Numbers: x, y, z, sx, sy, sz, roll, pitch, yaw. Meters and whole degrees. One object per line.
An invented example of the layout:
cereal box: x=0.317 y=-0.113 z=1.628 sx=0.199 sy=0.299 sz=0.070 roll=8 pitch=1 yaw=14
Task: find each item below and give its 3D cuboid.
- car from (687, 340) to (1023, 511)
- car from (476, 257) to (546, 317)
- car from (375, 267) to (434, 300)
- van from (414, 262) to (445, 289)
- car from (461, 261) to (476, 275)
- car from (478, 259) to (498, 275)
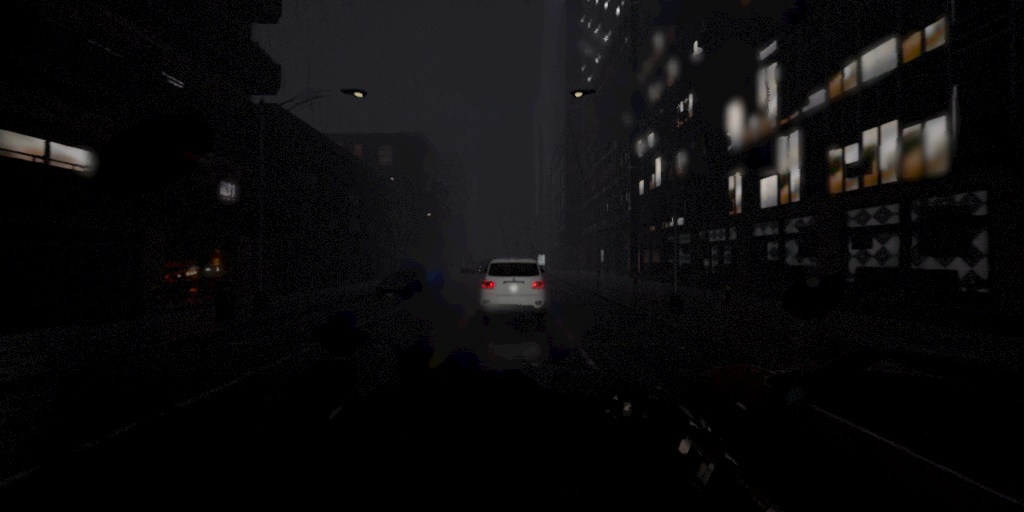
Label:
car: x=2.690 y=1.192 z=1.976 sx=1.967 sy=1.591 sz=4.097 roll=0 pitch=0 yaw=0
car: x=0.074 y=1.078 z=13.792 sx=2.150 sy=2.045 sz=5.566 roll=0 pitch=0 yaw=0
car: x=-5.687 y=1.466 z=18.924 sx=1.948 sy=1.339 sz=4.313 roll=0 pitch=0 yaw=0
van: x=-5.685 y=1.290 z=24.573 sx=1.690 sy=1.789 sz=3.998 roll=0 pitch=0 yaw=0
car: x=-5.680 y=1.732 z=47.165 sx=1.802 sy=1.307 sz=4.207 roll=0 pitch=0 yaw=0
car: x=-3.083 y=1.371 z=47.079 sx=2.150 sy=2.045 sz=5.566 roll=0 pitch=-1 yaw=0
